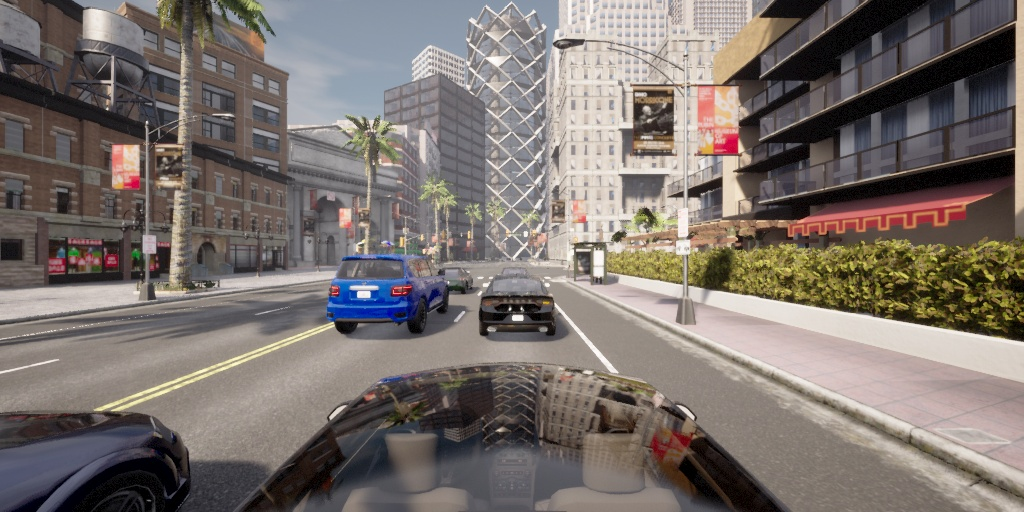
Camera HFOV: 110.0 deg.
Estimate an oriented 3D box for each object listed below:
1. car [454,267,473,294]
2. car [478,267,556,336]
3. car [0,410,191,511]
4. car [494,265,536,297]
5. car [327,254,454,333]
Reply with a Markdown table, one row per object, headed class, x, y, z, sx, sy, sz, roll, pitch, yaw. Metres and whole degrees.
| class | x | y | z | sx | sy | sz | roll | pitch | yaw |
| --- | --- | --- | --- | --- | --- | --- | --- | --- | --- |
| car | -3.350 | 1.314 | 20.235 | 1.994 | 1.385 | 4.181 | 0 | 0 | 0 |
| car | 0.131 | 1.228 | 10.471 | 1.882 | 1.535 | 5.008 | 0 | 0 | 0 |
| car | -3.341 | 1.314 | 0.867 | 1.994 | 1.385 | 4.181 | 0 | 0 | 0 |
| car | 0.144 | 1.297 | 20.061 | 2.033 | 1.411 | 5.357 | 0 | 0 | 0 |
| car | -3.376 | 0.971 | 10.876 | 2.150 | 2.045 | 5.566 | 0 | 0 | 0 |
